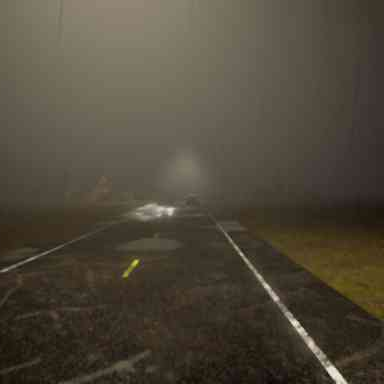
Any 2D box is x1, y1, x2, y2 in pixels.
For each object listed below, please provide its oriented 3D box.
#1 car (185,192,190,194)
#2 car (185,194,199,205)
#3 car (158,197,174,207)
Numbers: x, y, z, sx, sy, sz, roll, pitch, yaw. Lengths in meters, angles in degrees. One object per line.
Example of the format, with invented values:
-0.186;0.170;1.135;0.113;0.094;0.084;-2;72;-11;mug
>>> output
0.036;1.163;69.726;2.128;1.511;4.902;0;0;0;car
0.053;1.355;51.806;1.895;1.301;4.718;0;0;0;car
-3.627;1.380;46.478;1.895;1.301;4.718;0;0;0;car
